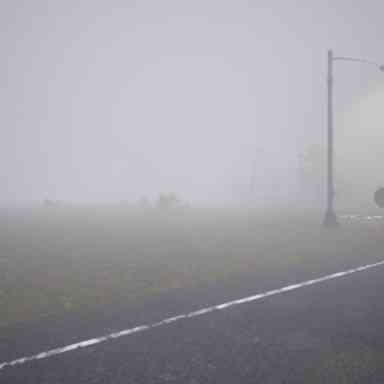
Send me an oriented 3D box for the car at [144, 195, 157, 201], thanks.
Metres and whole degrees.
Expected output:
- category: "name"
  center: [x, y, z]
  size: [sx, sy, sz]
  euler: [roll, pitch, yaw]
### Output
- category: "car"
  center: [-8.901, 1.243, 66.244]
  size: [1.895, 1.301, 4.718]
  euler: [0, 0, -34]
